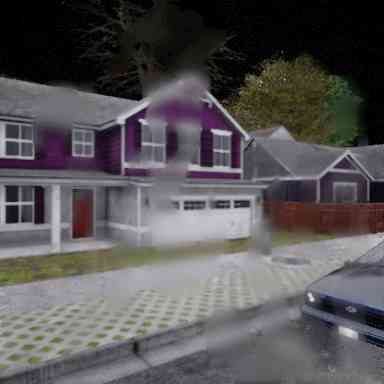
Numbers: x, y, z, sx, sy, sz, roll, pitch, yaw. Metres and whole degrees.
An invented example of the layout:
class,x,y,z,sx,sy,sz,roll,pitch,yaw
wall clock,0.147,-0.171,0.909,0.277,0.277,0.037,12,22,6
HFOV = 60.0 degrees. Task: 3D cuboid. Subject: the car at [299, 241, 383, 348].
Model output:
class,x,y,z,sx,sy,sz,roll,pitch,yaw
car,4.337,1.560,6.127,5.357,1.411,2.033,0,0,-35
